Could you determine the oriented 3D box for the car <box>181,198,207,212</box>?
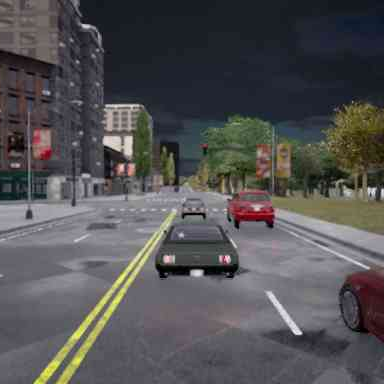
[{"bbox_3d":[0.136,1.190,25.209,2.033,1.411,5.357,0,1,0],"label":"car"}]

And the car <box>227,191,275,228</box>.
[{"bbox_3d":[3.378,0.939,19.909,2.150,2.045,5.566,0,1,0],"label":"car"}]

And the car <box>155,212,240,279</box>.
[{"bbox_3d":[0.114,1.466,9.503,1.895,1.301,4.718,0,1,0],"label":"car"}]

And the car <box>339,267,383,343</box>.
[{"bbox_3d":[3.355,1.473,3.624,1.812,1.442,4.674,0,1,0],"label":"car"}]
